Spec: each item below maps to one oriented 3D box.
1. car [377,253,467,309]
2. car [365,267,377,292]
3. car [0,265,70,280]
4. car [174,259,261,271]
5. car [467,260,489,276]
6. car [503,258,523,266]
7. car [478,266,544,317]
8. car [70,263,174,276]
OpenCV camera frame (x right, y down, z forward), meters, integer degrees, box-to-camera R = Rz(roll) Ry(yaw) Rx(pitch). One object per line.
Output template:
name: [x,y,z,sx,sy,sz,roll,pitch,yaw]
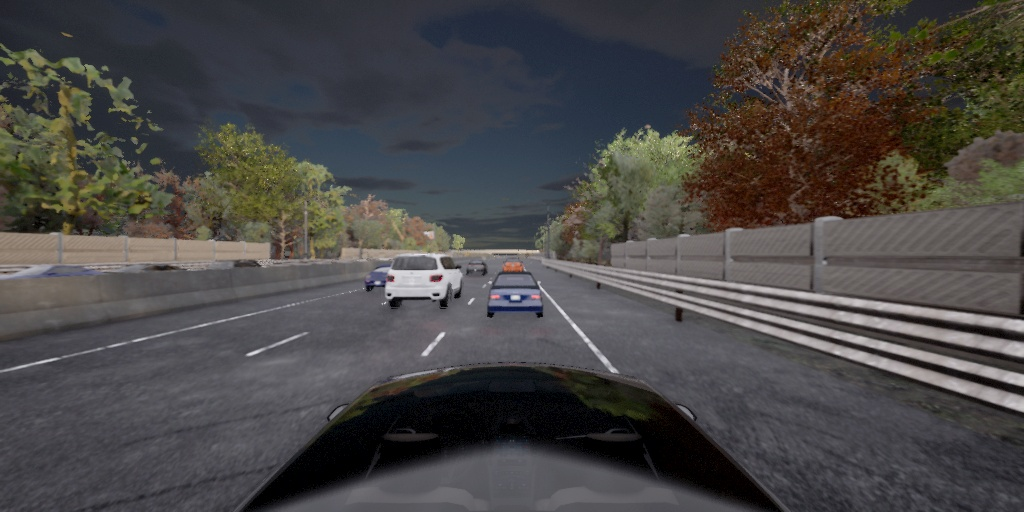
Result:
car: [-3.402,0.919,14.864,2.150,2.045,5.566,0,0,0]
car: [-6.896,1.202,20.709,1.812,1.442,4.674,0,0,0]
car: [-24.568,1.208,18.999,1.812,1.442,4.674,0,0,0]
car: [-17.547,1.022,22.148,2.097,1.767,4.553,0,0,1]
car: [-3.397,1.114,35.782,2.128,1.511,4.902,0,0,0]
car: [0.104,0.968,37.760,2.097,1.767,4.553,0,0,0]
car: [0.101,1.252,12.955,2.033,1.411,5.357,0,0,0]
car: [-21.061,1.185,20.407,1.837,1.490,4.892,0,0,0]
